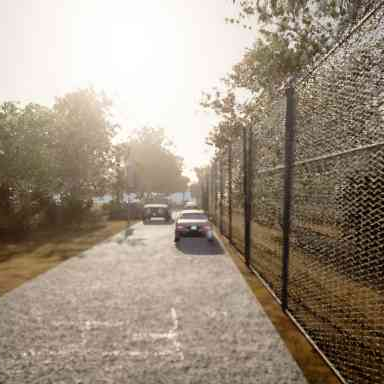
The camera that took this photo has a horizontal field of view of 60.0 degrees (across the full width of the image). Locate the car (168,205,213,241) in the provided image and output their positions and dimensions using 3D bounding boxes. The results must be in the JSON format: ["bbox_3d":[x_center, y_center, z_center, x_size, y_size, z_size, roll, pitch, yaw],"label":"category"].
[{"bbox_3d":[0.073,1.623,16.974,2.033,1.411,5.357,0,0,0],"label":"car"}]

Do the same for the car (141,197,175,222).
[{"bbox_3d":[-2.924,1.430,28.487,2.150,2.045,5.566,0,-1,0],"label":"car"}]

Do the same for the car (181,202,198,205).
[{"bbox_3d":[-0.023,1.906,38.583,1.812,1.442,4.674,0,-1,0],"label":"car"}]

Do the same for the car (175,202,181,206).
[{"bbox_3d":[-2.701,2.765,68.991,1.895,1.301,4.718,0,-2,2],"label":"car"}]
